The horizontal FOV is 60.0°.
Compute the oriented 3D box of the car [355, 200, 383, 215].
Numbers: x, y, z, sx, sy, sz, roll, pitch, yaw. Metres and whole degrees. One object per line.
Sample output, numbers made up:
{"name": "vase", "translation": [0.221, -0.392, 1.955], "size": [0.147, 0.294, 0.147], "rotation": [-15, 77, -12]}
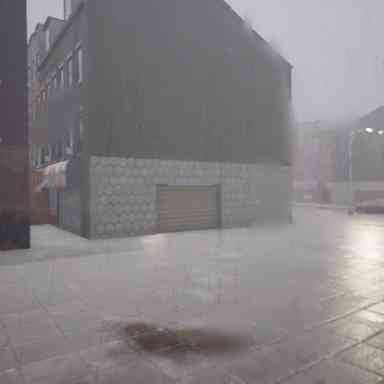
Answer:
{"name": "car", "translation": [16.685, 1.410, 28.980], "size": [1.812, 1.442, 4.674], "rotation": [-1, 1, -35]}
